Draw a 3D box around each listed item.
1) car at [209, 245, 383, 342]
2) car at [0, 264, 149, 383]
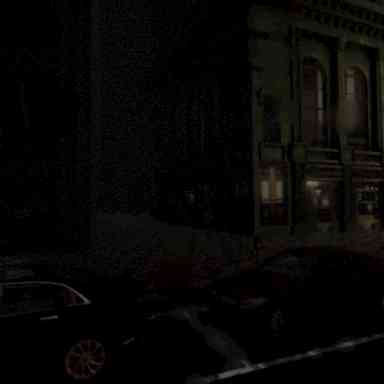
[{"bbox_3d":[2.376,1.763,6.598,4.206,1.307,1.802,0,-2,-24],"label":"car"},{"bbox_3d":[-2.769,1.705,4.295,4.403,1.369,2.008,0,-2,-24],"label":"car"}]
